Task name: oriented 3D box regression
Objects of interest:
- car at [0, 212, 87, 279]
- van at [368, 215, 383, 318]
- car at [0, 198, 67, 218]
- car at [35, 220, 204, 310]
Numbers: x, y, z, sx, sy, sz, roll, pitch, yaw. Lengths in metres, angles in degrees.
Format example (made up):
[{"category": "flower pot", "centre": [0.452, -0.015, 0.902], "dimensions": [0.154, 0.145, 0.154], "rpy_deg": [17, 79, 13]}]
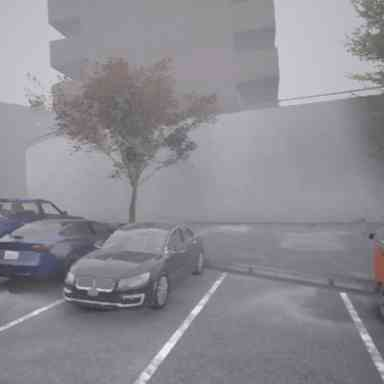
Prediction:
[{"category": "car", "centre": [-3.457, 1.518, 9.838], "dimensions": [2.163, 1.488, 4.792], "rpy_deg": [0, -1, 16]}, {"category": "van", "centre": [3.851, 1.275, 4.606], "dimensions": [1.878, 1.987, 4.442], "rpy_deg": [0, -1, 16]}, {"category": "car", "centre": [-5.900, 1.233, 11.605], "dimensions": [2.435, 2.045, 5.566], "rpy_deg": [0, -1, 16]}, {"category": "car", "centre": [-1.023, 1.493, 8.050], "dimensions": [2.231, 1.521, 4.892], "rpy_deg": [1, -1, 16]}]
